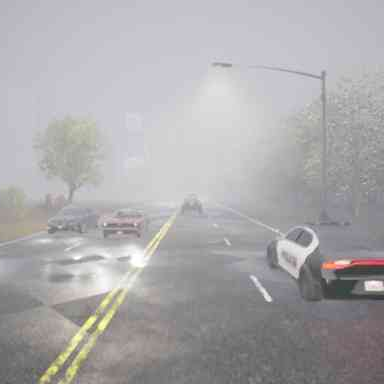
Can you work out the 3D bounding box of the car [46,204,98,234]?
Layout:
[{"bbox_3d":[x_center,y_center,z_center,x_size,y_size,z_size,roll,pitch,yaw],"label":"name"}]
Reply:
[{"bbox_3d":[-6.618,1.511,19.121,1.837,1.490,4.892,0,0,0],"label":"car"}]

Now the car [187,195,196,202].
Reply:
[{"bbox_3d":[-0.109,1.457,73.660,2.033,1.411,5.357,0,0,0],"label":"car"}]

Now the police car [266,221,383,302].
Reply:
[{"bbox_3d":[3.238,1.504,8.328,2.038,1.542,4.974,0,0,0],"label":"police car"}]

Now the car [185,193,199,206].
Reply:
[{"bbox_3d":[0.015,1.185,54.533,2.150,2.045,5.566,0,0,-1],"label":"car"}]

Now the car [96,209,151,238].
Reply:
[{"bbox_3d":[-3.369,1.606,17.756,1.895,1.301,4.718,0,0,0],"label":"car"}]

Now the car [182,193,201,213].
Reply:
[{"bbox_3d":[-0.055,1.343,36.728,2.097,1.767,4.553,0,0,0],"label":"car"}]
